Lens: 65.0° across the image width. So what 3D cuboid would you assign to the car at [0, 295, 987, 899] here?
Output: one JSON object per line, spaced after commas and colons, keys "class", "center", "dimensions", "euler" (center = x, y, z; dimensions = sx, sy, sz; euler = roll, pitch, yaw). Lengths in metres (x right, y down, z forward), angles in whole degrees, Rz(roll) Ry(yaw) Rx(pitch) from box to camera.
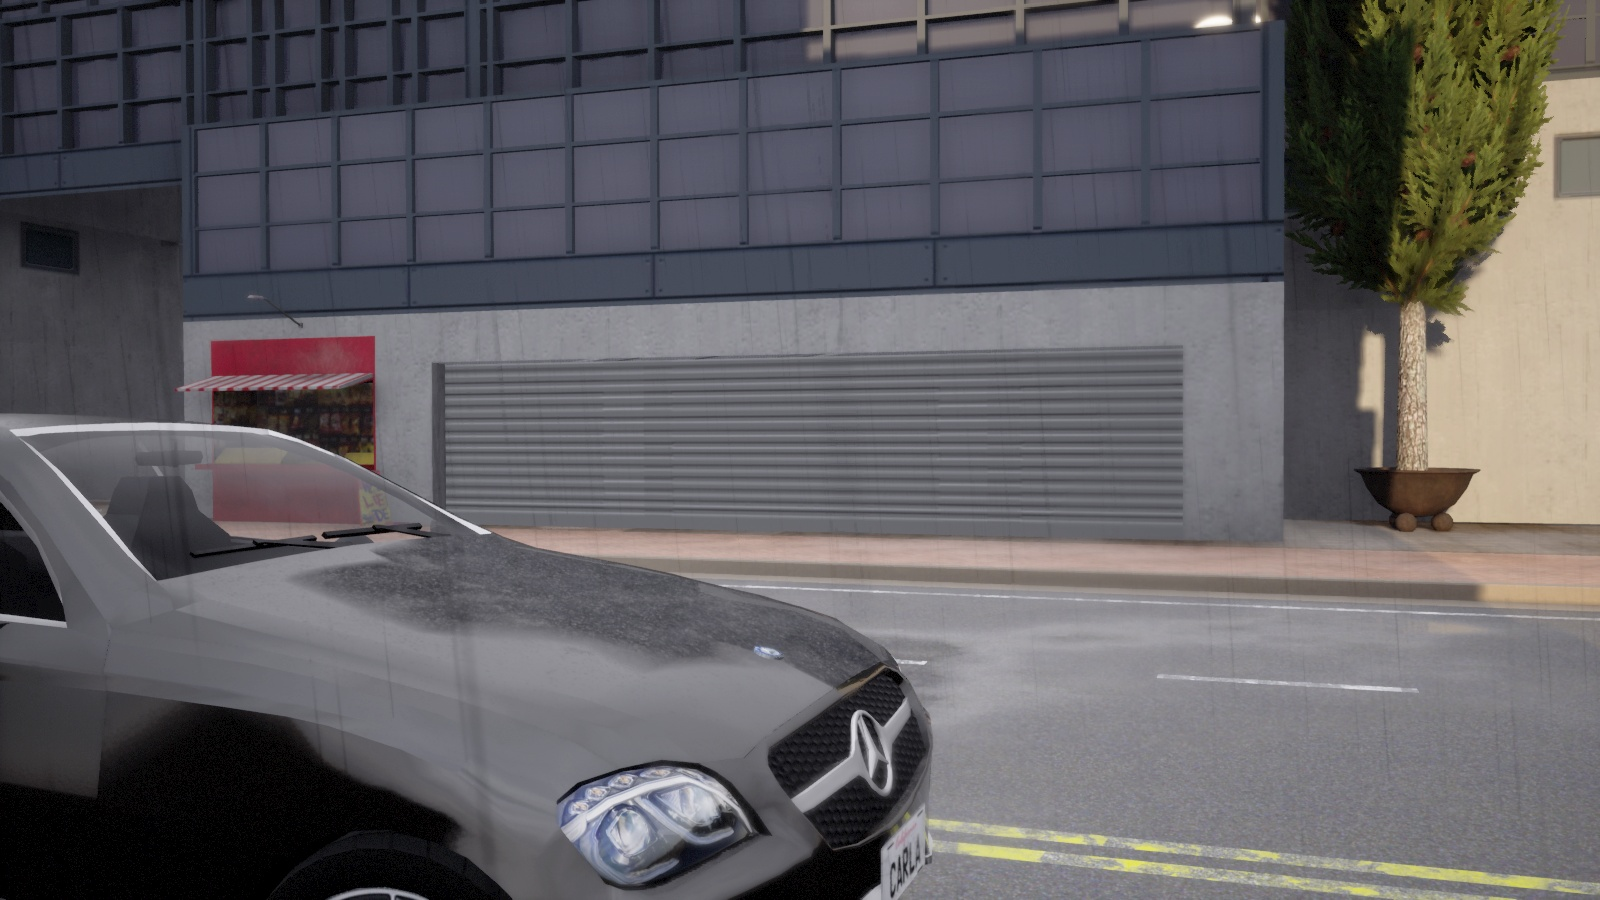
{"class": "car", "center": [-2.120, 0.535, 3.904], "dimensions": [5.027, 1.651, 2.152], "euler": [1, 1, 19]}
